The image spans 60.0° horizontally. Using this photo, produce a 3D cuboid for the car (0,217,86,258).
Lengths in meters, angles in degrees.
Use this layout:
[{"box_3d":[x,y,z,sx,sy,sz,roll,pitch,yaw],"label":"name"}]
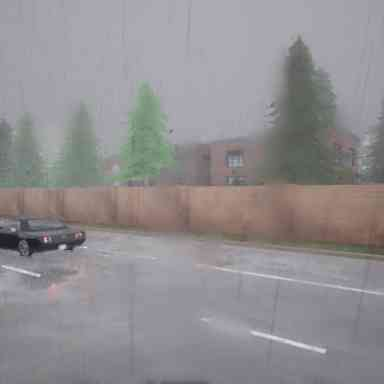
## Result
[{"box_3d":[-6.263,1.608,12.755,4.718,1.301,1.895,0,0,36],"label":"car"}]
